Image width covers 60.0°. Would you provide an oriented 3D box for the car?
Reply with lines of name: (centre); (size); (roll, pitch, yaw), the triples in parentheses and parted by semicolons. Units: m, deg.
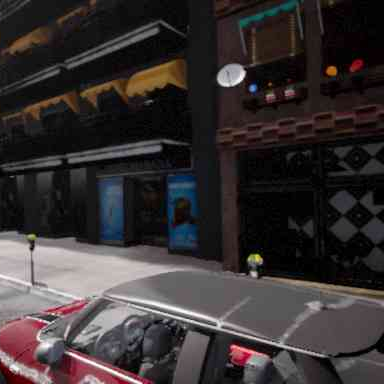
car: (-0.228, 1.451, 2.921); (4.097, 1.590, 1.967); (0, -2, 36)
